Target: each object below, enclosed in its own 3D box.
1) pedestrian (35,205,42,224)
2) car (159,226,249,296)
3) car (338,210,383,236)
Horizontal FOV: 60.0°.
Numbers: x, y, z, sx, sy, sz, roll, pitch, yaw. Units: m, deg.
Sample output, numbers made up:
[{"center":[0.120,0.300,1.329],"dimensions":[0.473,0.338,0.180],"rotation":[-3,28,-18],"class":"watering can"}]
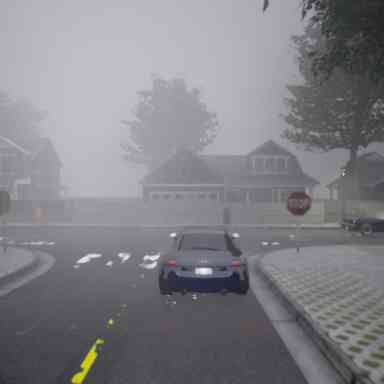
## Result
[{"center":[-9.781,1.384,21.170],"dimensions":[0.375,1.300,0.375],"rotation":[0,0,-1],"class":"pedestrian"},{"center":[0.326,1.581,8.768],"dimensions":[1.994,1.385,4.181],"rotation":[0,0,2],"class":"car"},{"center":[10.788,1.671,18.482],"dimensions":[4.718,1.301,1.895],"rotation":[0,0,-1],"class":"car"}]
